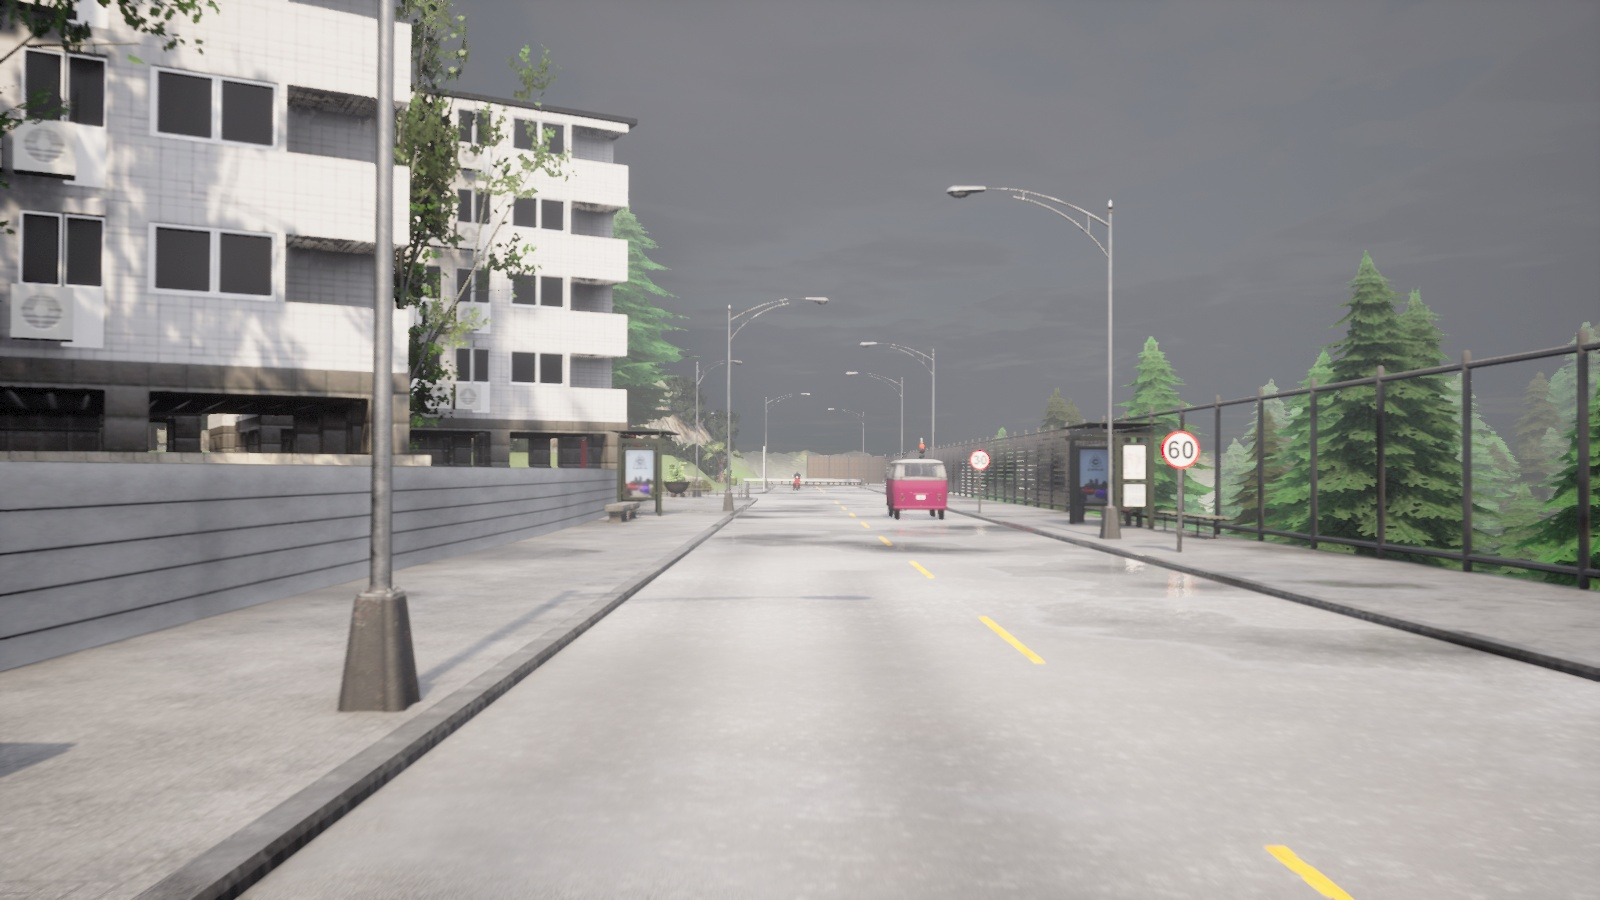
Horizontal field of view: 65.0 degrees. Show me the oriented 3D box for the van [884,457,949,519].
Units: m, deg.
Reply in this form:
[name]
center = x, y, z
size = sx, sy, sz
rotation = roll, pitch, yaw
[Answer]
[van]
center = 3.887, 1.263, 42.526
size = 1.775, 1.987, 4.442
rotation = 0, -1, 0
